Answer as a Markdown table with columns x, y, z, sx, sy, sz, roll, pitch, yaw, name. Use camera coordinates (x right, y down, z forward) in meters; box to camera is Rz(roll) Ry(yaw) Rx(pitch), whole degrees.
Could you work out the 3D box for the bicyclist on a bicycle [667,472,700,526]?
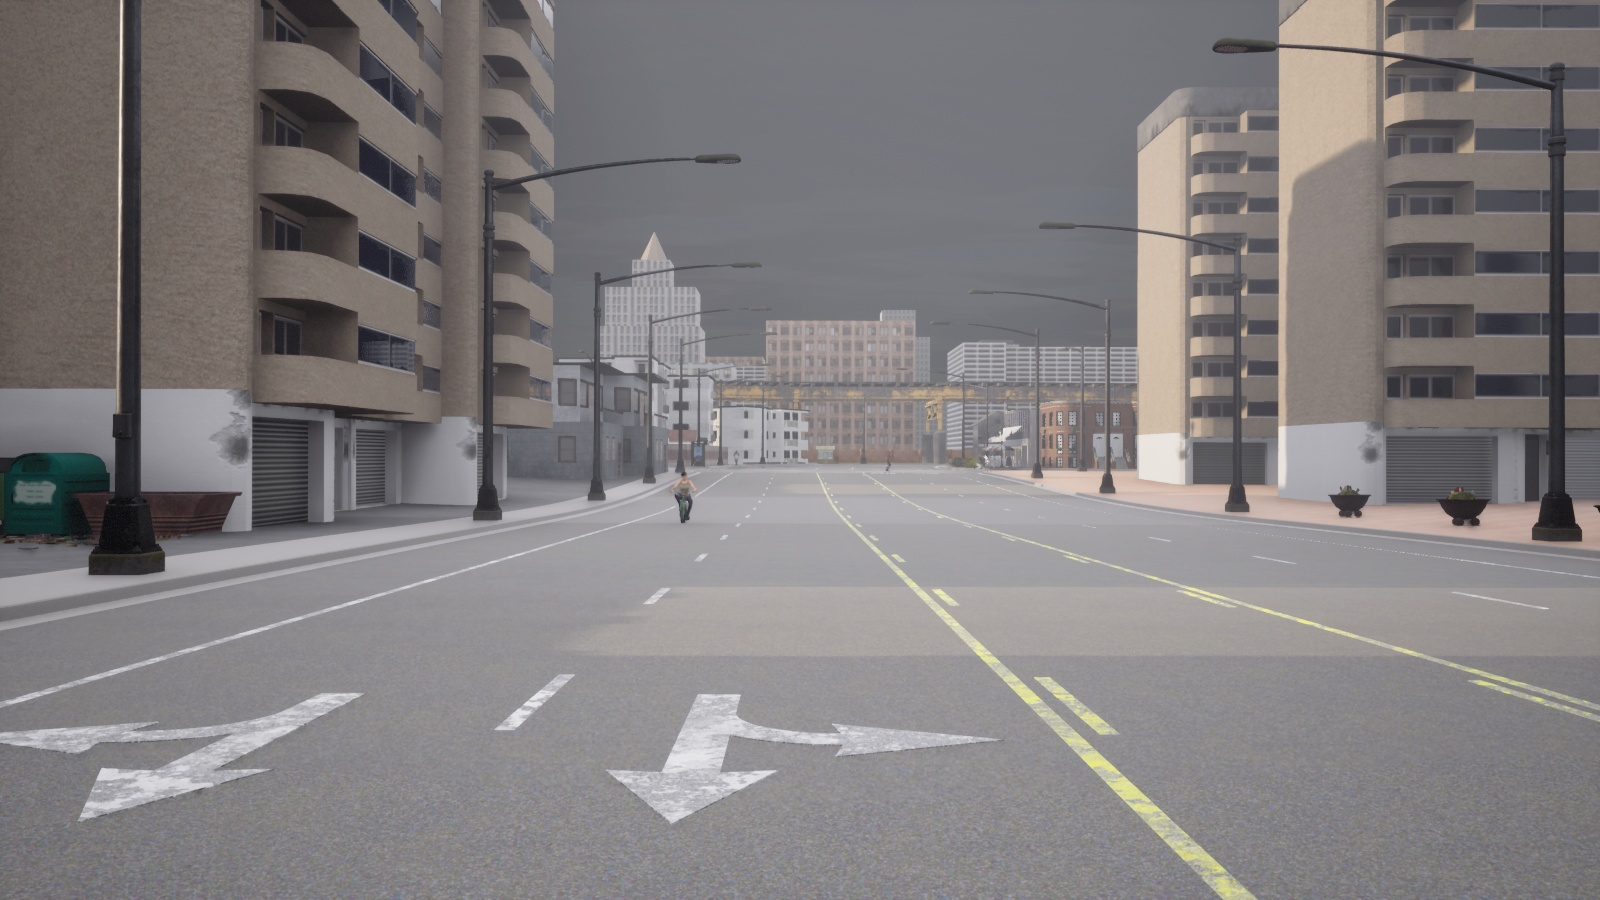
| x | y | z | sx | sy | sz | roll | pitch | yaw | name |
| --- | --- | --- | --- | --- | --- | --- | --- | --- | --- |
| -3.590 | 1.500 | 38.789 | 0.866 | 1.612 | 1.509 | 0 | -1 | 0 | bicyclist on a bicycle |
